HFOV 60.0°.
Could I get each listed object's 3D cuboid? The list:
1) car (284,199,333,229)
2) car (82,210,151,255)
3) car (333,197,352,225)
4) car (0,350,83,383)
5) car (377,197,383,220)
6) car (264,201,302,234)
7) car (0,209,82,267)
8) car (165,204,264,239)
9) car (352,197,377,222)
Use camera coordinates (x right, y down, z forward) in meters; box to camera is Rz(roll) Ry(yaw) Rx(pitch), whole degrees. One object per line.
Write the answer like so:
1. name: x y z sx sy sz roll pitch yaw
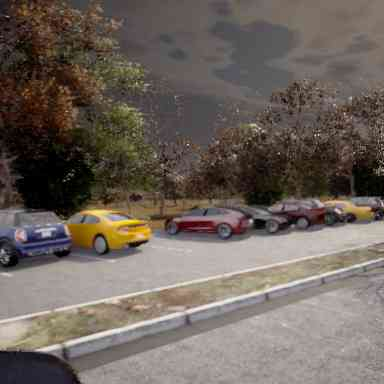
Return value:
1. car: 5.591 1.374 20.426 5.008 1.535 2.097 -1 0 33
2. car: -3.905 1.472 13.337 5.008 1.535 2.097 -1 0 34
3. car: 7.908 1.225 22.259 4.553 1.767 2.185 -1 -1 33
4. car: -2.423 1.576 1.420 4.181 1.385 1.994 -1 0 -36
5. car: 12.618 1.175 25.874 4.553 1.767 2.185 -1 0 32
6. car: 3.259 1.427 18.626 4.792 1.488 2.163 -1 -1 33
7. car: -6.288 1.370 11.585 4.553 1.767 2.185 -1 0 34
8. car: 0.830 1.453 16.876 4.792 1.488 2.163 -1 0 33
9. car: 10.111 1.326 24.154 5.366 1.575 1.946 -1 0 32
